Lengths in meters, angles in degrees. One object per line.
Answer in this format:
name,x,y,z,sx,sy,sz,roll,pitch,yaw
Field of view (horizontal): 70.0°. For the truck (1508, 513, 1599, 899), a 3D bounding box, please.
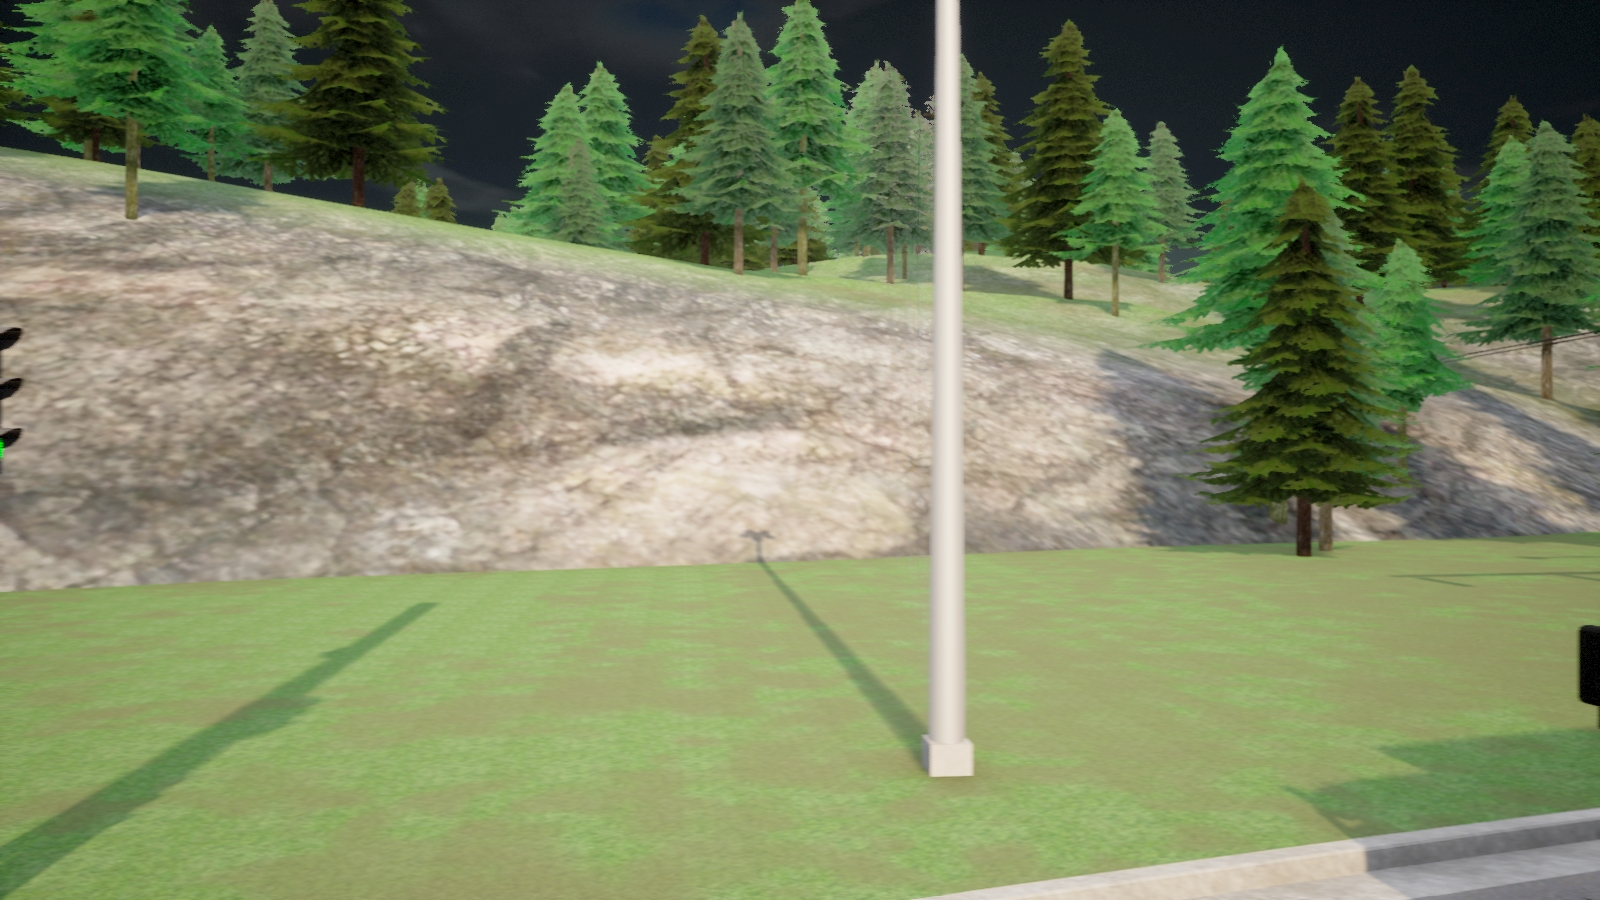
truck,6.629,1.583,5.569,5.204,2.467,2.627,0,0,-17
